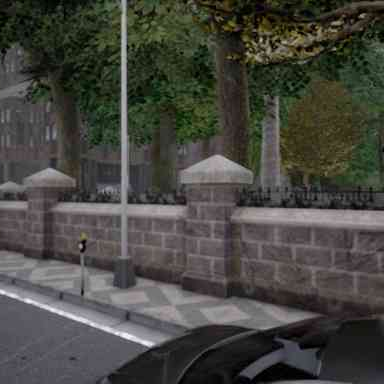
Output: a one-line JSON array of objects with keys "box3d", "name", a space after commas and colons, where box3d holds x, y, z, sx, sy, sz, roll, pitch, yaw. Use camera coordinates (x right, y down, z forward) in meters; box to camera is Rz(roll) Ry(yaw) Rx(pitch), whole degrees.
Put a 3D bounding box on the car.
[{"box3d": [1.153, 1.567, 2.141, 4.313, 1.339, 1.947, 0, 0, 36], "name": "car"}]
